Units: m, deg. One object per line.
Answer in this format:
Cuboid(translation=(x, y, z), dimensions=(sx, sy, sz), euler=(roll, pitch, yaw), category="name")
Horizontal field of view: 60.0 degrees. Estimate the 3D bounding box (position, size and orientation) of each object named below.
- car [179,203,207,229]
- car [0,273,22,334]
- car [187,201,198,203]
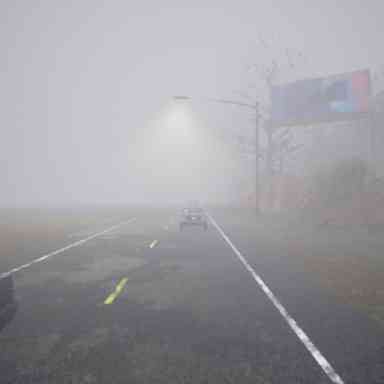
Cuboid(translation=(0.098, 1.701, 22.871), dimensions=(2.033, 1.411, 5.357), euler=(0, 0, 0), category="car")
Cuboid(translation=(-3.599, 1.568, 2.881), dimensions=(2.033, 1.411, 5.357), euler=(0, 0, 0), category="car")
Cuboid(translation=(0.101, 1.834, 42.906), dimensions=(2.033, 1.411, 5.357), euler=(0, 0, 0), category="car")
